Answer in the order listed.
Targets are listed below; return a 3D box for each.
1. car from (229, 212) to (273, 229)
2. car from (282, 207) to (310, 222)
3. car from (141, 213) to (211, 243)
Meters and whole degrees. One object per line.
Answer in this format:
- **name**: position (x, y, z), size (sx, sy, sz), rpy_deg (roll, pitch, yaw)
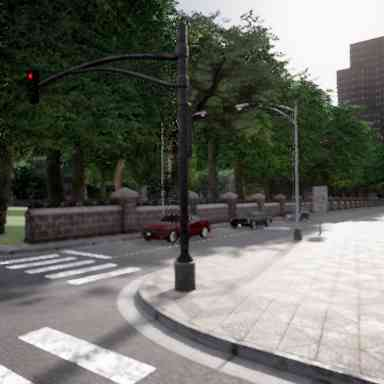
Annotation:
- **car**: position (4.917, 2.292, 27.345), size (1.895, 1.301, 4.718), rpy_deg (-1, -2, 35)
- **car**: position (11.532, 2.424, 36.698), size (2.128, 1.511, 4.902), rpy_deg (-1, -2, 35)
- **car**: position (-0.807, 1.965, 19.249), size (1.882, 1.535, 5.008), rpy_deg (-1, -2, 35)
